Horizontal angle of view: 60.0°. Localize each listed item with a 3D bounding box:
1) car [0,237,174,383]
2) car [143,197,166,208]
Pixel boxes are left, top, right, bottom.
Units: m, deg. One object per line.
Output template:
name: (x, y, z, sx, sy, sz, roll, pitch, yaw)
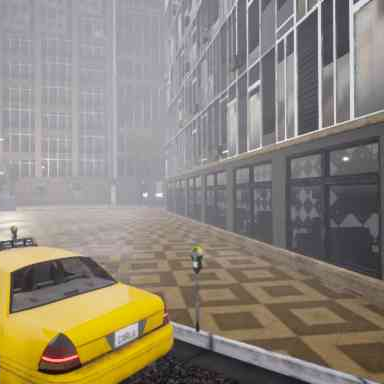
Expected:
car: (-2.752, 1.456, 4.955, 5.366, 1.575, 1.801, 0, 0, 36)
car: (-3.907, 1.321, 42.511, 4.718, 1.301, 1.895, 0, 0, -13)
